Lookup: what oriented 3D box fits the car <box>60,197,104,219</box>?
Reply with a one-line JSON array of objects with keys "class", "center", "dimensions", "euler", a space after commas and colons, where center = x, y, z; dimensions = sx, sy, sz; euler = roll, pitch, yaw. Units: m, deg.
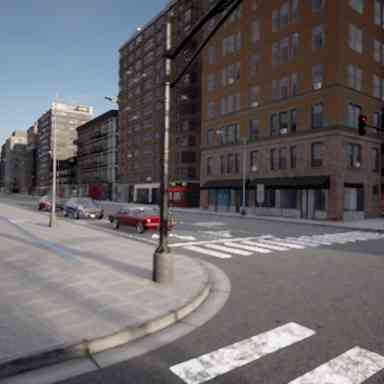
[{"class": "car", "center": [-8.832, 1.209, 27.058], "dimensions": [2.097, 1.767, 4.553], "euler": [1, 0, -36]}]

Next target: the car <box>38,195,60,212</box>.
[{"class": "car", "center": [-14.799, 1.136, 35.375], "dimensions": [2.097, 1.767, 4.553], "euler": [1, -1, -36]}]

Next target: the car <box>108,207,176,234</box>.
[{"class": "car", "center": [-2.927, 1.528, 18.826], "dimensions": [1.895, 1.301, 4.718], "euler": [1, 0, -38]}]
